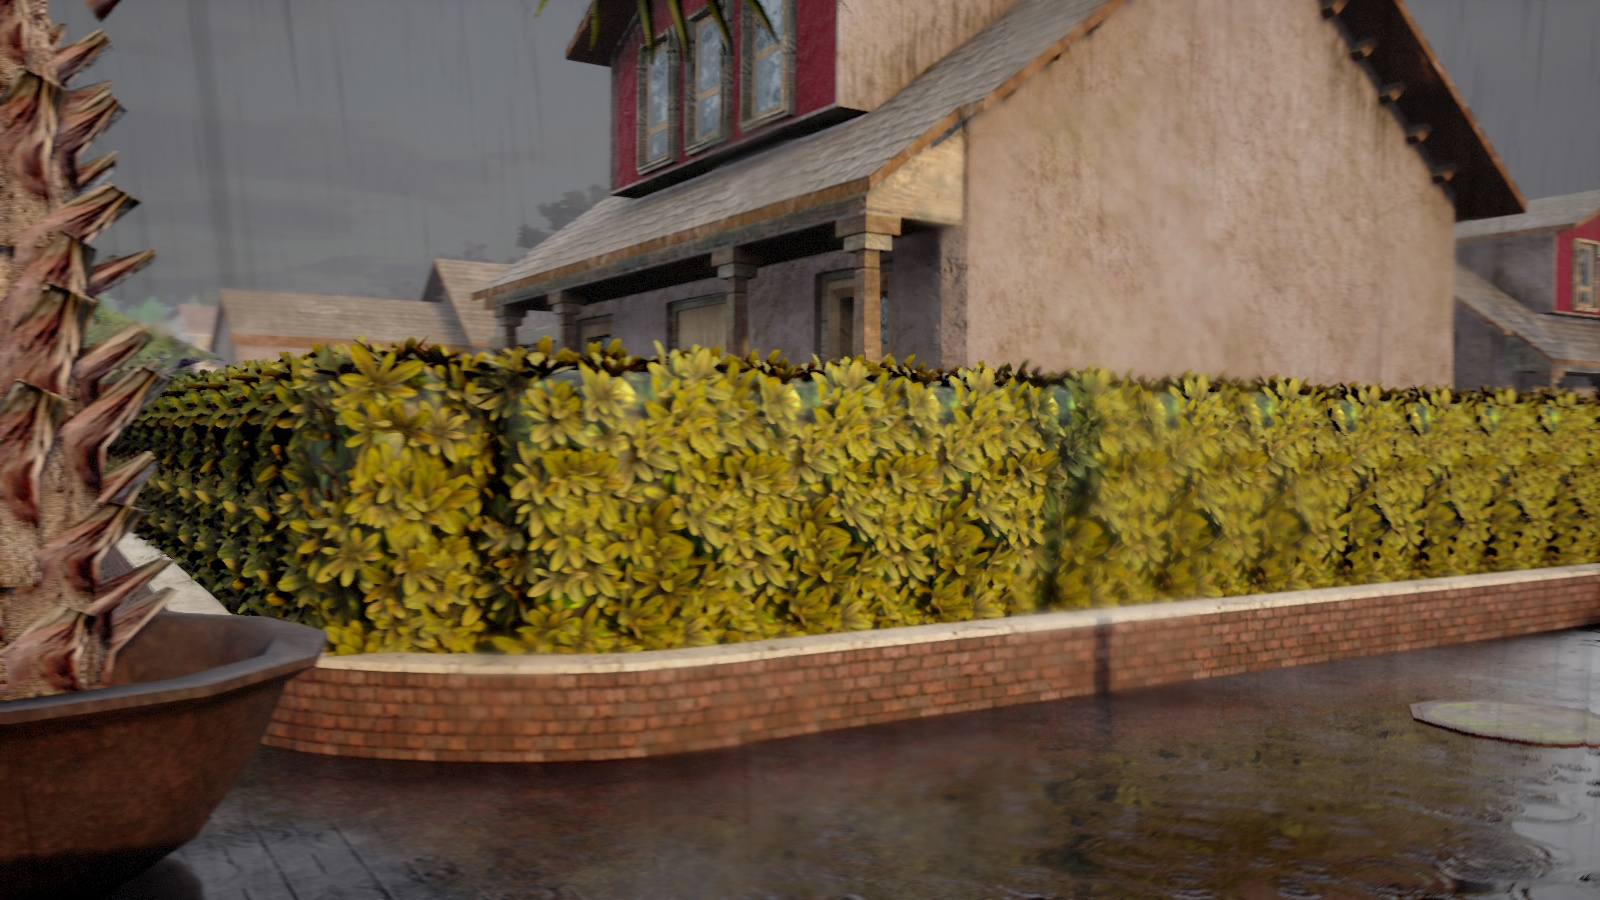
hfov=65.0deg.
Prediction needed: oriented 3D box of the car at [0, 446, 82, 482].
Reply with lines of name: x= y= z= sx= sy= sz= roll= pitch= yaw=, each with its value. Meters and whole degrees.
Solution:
car: x=-33.994 y=0.604 z=55.108 sx=4.193 sy=1.474 sz=1.816 roll=-1 pitch=1 yaw=-34
